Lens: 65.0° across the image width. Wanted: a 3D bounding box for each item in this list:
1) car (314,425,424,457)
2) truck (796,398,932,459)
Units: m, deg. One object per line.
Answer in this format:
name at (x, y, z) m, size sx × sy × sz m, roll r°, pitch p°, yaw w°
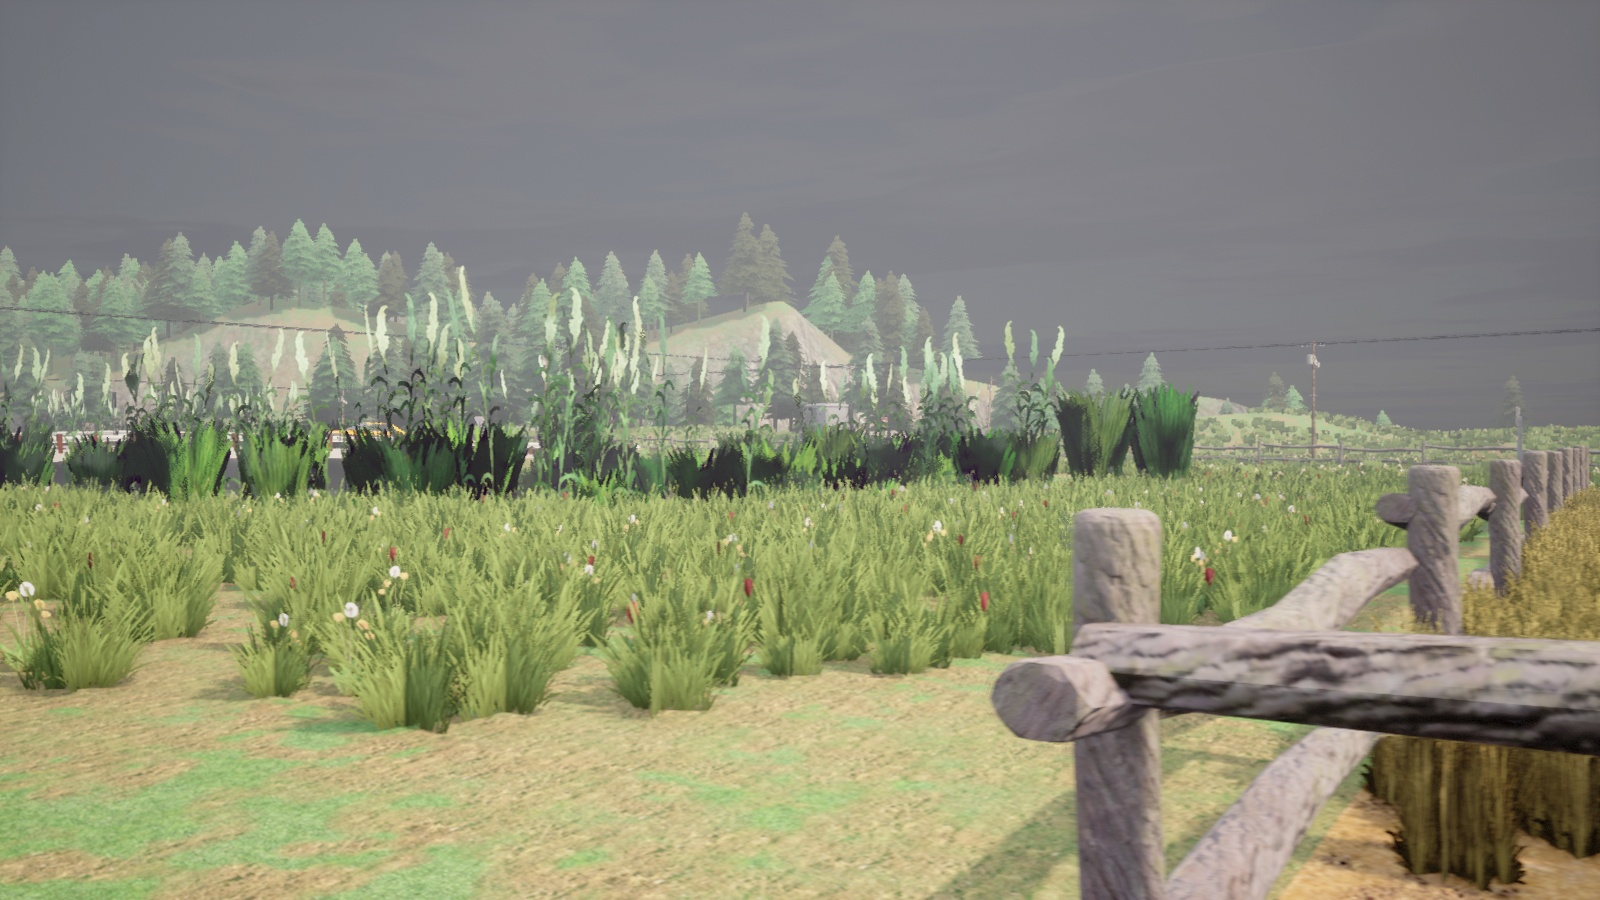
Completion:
car at (-23.047, -0.436, 67.288) m, size 1.801 × 1.575 × 5.366 m, roll 0°, pitch -1°, yaw 41°
truck at (3.742, -1.226, 74.812) m, size 7.936 × 3.462 × 2.891 m, roll 0°, pitch 1°, yaw 40°
